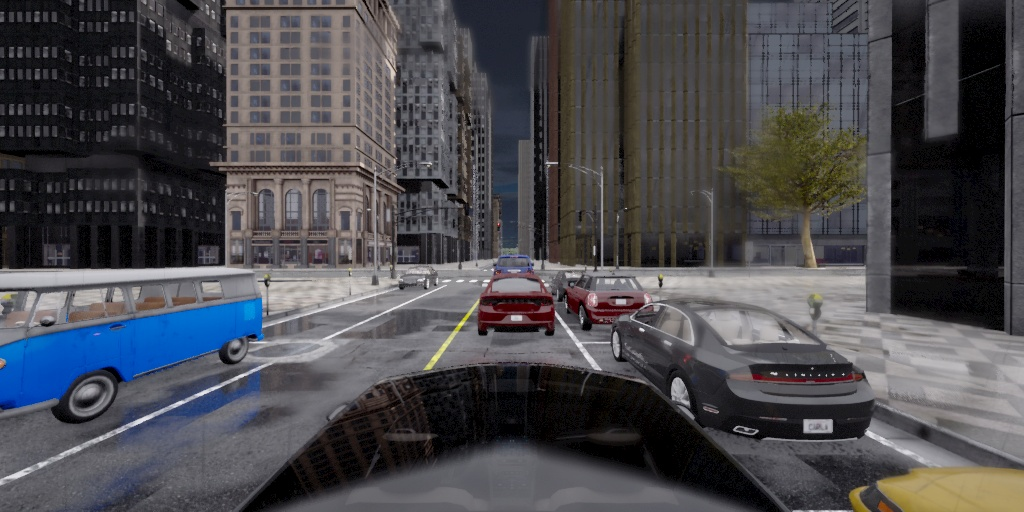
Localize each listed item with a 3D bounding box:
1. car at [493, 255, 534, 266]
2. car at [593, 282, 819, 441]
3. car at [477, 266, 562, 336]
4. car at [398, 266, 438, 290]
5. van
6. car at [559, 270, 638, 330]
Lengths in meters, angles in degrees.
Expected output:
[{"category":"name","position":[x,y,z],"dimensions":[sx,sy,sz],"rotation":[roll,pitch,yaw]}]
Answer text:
[{"category":"car","position":[0.102,0.967,20.331],"dimensions":[2.150,2.045,5.566],"rotation":[0,0,0]},{"category":"car","position":[2.769,1.300,5.421],"dimensions":[2.007,1.370,4.403],"rotation":[0,0,0]},{"category":"car","position":[0.105,1.226,10.447],"dimensions":[1.882,1.535,5.008],"rotation":[0,0,0]},{"category":"car","position":[-5.734,1.296,22.354],"dimensions":[2.007,1.370,4.403],"rotation":[0,0,0]},{"category":"van","position":[-5.756,1.090,5.431],"dimensions":[1.690,1.789,3.998],"rotation":[0,0,0]},{"category":"car","position":[2.777,1.188,11.062],"dimensions":[1.967,1.591,4.097],"rotation":[0,0,0]}]
